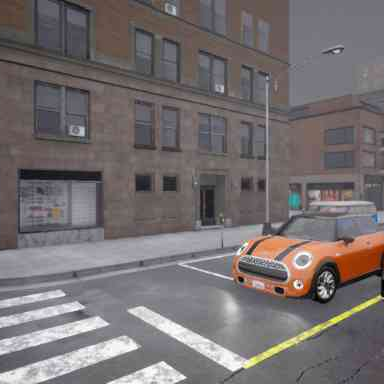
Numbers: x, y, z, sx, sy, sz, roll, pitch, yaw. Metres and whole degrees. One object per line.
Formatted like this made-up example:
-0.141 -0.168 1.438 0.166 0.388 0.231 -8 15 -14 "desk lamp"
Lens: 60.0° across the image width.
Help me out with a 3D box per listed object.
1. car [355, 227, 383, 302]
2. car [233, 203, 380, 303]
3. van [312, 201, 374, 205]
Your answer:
5.369 1.469 6.373 4.902 1.511 2.128 0 0 -40 "car"
3.131 1.321 8.269 4.553 1.767 2.097 0 0 -38 "car"
6.410 1.281 14.251 3.998 1.788 1.690 0 0 -40 "van"
